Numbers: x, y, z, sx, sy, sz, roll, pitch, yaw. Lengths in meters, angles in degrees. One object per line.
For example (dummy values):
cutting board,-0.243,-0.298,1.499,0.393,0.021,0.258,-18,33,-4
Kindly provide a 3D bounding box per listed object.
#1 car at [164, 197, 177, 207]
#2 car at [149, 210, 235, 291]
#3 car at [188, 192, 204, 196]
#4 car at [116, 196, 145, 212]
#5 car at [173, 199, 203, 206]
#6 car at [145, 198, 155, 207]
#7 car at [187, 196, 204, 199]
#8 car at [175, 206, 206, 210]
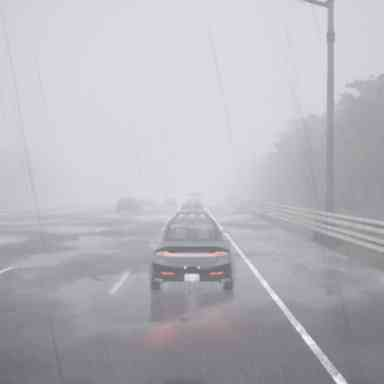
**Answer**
car,-3.018,1.405,48.416,2.033,1.411,5.357,0,0,2
car,0.000,1.443,8.865,2.128,1.511,4.902,0,0,0
car,0.500,1.059,48.750,2.150,2.045,5.566,0,0,2
car,-6.834,1.239,36.398,2.097,1.767,4.553,0,0,1
car,0.001,1.445,23.000,2.033,1.411,5.357,0,0,0
car,-6.514,1.479,48.423,1.895,1.301,4.718,0,0,2
car,0.105,1.420,33.396,1.994,1.385,4.181,0,0,1
car,0.001,1.525,14.808,1.895,1.301,4.718,0,0,0
